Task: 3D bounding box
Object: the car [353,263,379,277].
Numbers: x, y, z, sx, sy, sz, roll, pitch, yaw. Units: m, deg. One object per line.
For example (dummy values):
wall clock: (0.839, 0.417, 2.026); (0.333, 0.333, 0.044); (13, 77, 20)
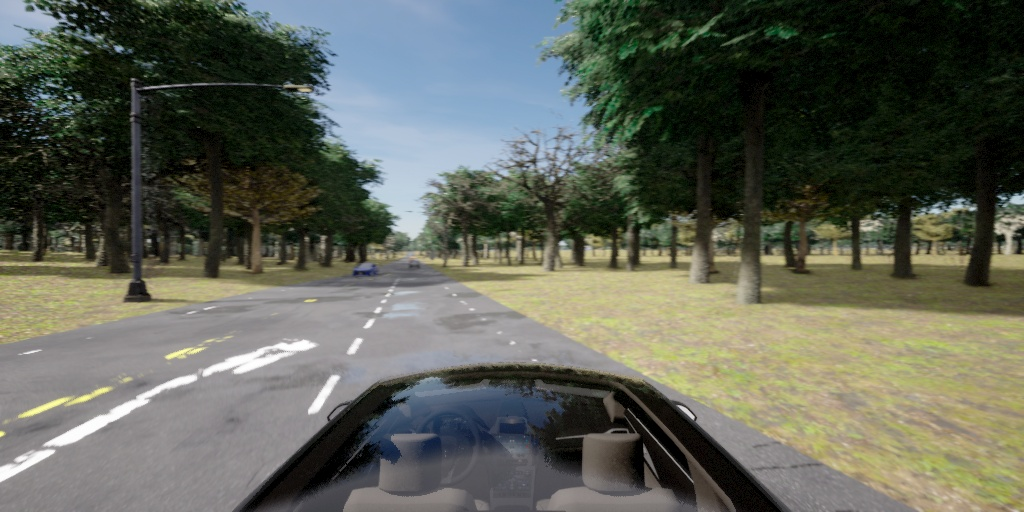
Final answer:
car: (-16.238, 1.528, 40.004); (1.882, 1.535, 5.008); (-1, 0, -9)
